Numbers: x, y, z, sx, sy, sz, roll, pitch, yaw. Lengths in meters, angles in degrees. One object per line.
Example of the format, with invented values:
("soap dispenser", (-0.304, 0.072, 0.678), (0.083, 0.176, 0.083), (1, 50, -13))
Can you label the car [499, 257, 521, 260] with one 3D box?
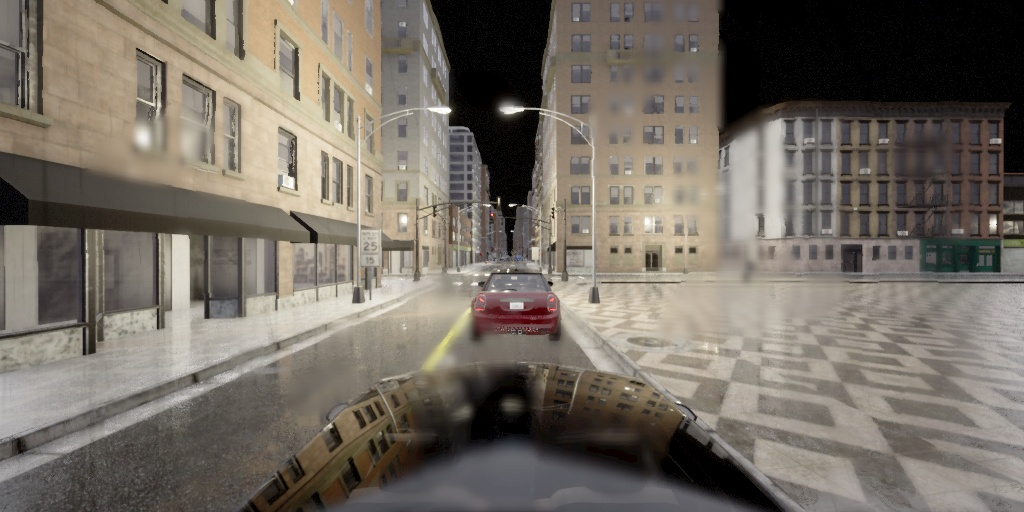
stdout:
("car", (0.057, 1.101, 19.748), (2.097, 1.767, 4.553), (0, 0, -1))

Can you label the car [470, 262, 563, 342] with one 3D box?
("car", (0.106, 1.102, 9.932), (2.097, 1.767, 4.553), (0, 0, 0))
